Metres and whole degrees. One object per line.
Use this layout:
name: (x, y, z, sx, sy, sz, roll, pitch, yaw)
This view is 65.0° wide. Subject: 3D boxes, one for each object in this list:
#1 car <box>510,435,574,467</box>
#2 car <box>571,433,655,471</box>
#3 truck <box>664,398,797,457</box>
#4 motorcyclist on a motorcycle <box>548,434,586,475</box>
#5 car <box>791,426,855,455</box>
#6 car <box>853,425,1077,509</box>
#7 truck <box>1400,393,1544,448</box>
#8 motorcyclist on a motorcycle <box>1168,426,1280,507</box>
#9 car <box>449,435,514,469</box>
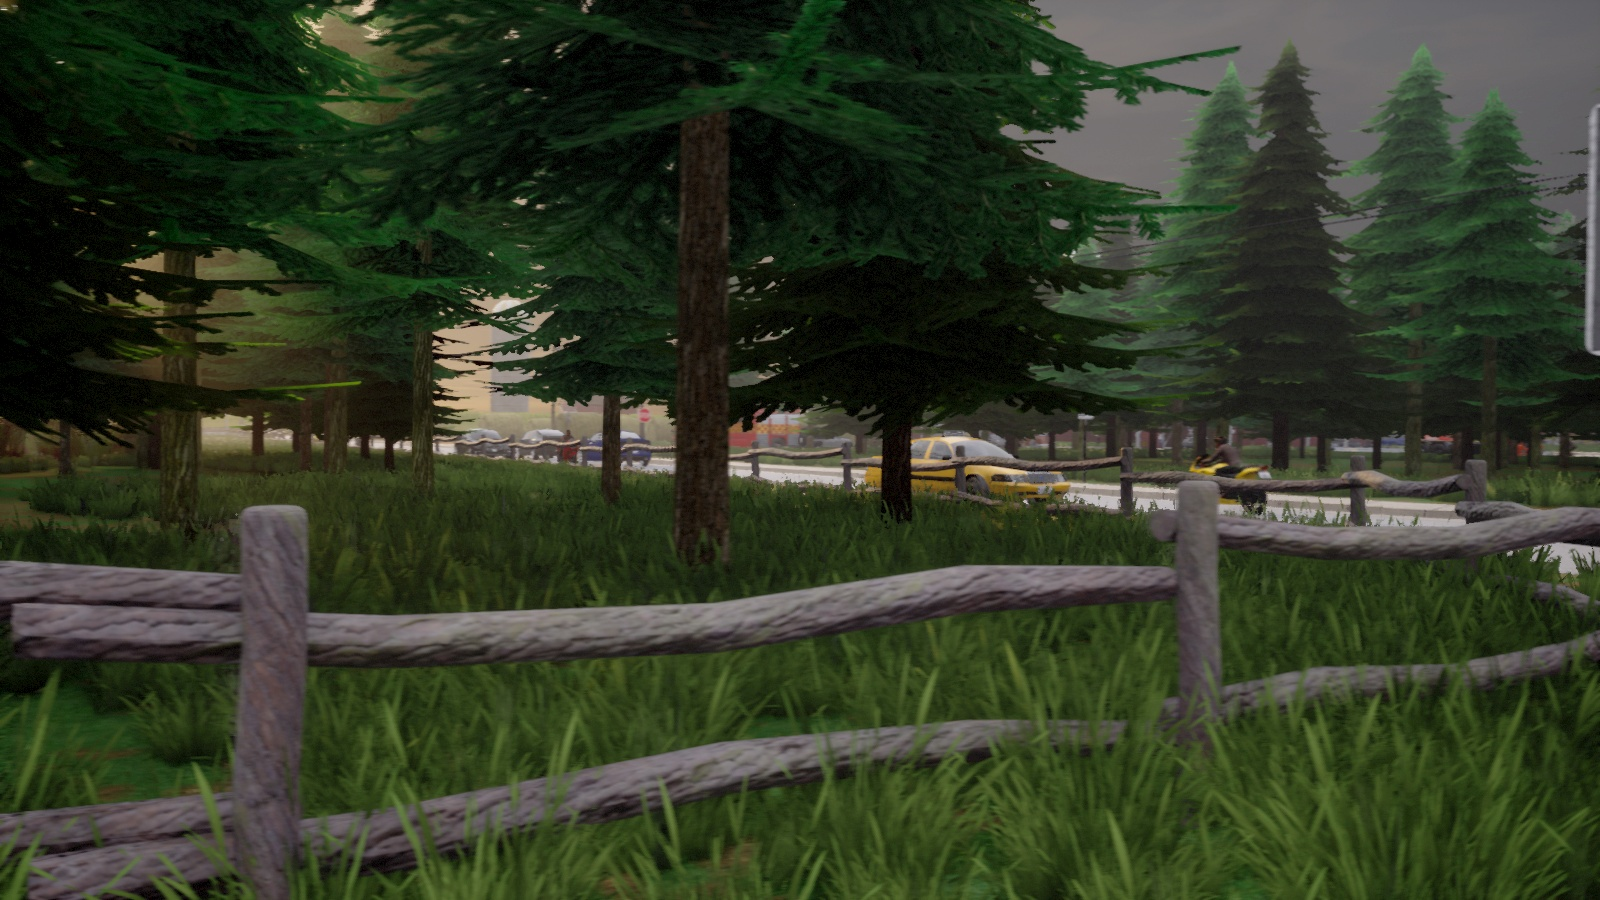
car: (-12.895, 0.009, 62.592, 1.837, 1.490, 4.892, -1, 1, -27)
car: (-8.024, 0.057, 53.534, 1.882, 1.535, 5.008, -1, 1, -29)
truck: (-4.636, -1.535, 84.260, 8.468, 3.827, 2.891, -1, 1, -31)
motorcyclist on a motorcycle: (-8.908, 0.156, 47.958, 0.797, 1.523, 2.044, -1, 1, -30)
car: (1.552, -0.640, 83.870, 3.866, 1.878, 1.905, -1, 1, -31)
car: (3.311, 0.290, 26.430, 1.801, 1.575, 5.366, -1, 1, -29)
truck: (44.150, -1.917, 82.771, 2.891, 3.462, 7.936, -1, 1, -32)
motorcyclist on a motorcycle: (8.313, 0.301, 24.703, 0.797, 1.523, 2.044, -1, 1, -31)
car: (-15.108, 0.082, 59.345, 1.837, 1.490, 4.892, -1, 1, -28)
